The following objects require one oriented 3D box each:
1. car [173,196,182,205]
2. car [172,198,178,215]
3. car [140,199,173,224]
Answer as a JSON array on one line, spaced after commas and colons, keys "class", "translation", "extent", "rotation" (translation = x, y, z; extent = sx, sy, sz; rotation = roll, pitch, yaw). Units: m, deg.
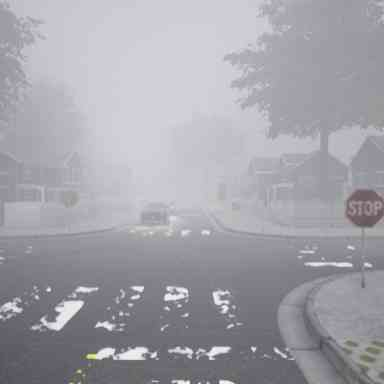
[{"class": "car", "translation": [-2.696, 1.525, 57.991], "extent": [1.837, 1.490, 4.892], "rotation": [0, 1, 0]}, {"class": "car", "translation": [-2.717, 1.615, 34.548], "extent": [1.895, 1.301, 4.718], "rotation": [0, 0, 0]}, {"class": "car", "translation": [-2.729, 1.490, 25.482], "extent": [1.882, 1.535, 5.008], "rotation": [0, 0, 0]}]
